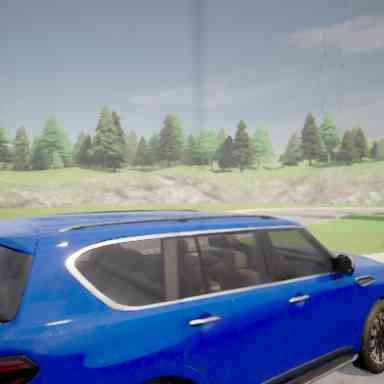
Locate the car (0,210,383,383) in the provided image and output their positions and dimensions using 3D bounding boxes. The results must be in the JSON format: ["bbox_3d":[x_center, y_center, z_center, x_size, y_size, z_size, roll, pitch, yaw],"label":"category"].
[{"bbox_3d":[0.346,1.239,3.997,5.566,2.045,2.150,0,0,-35],"label":"car"}]
